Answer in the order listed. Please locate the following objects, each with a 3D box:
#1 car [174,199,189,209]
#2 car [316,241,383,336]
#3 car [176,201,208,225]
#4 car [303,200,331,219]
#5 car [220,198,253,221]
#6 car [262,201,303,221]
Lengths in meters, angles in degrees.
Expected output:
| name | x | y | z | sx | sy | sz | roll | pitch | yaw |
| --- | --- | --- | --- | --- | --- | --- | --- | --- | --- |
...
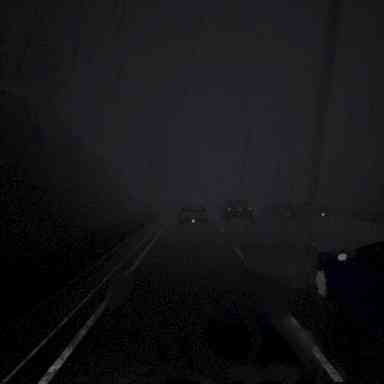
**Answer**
| name | x | y | z | sx | sy | sz | roll | pitch | yaw |
| --- | --- | --- | --- | --- | --- | --- | --- | --- | --- |
| car | -1.122 | 1.561 | 42.267 | 1.994 | 1.385 | 4.181 | 0 | 0 | -7 |
| car | 3.598 | 1.477 | 5.232 | 1.882 | 1.535 | 5.008 | 0 | 0 | 0 |
| car | 0.082 | 1.599 | 23.923 | 1.895 | 1.301 | 4.718 | 0 | 0 | 0 |
| car | 10.474 | 1.504 | 29.154 | 1.837 | 1.490 | 4.892 | 0 | 1 | -1 |
| car | 3.526 | 1.349 | 26.880 | 2.097 | 1.767 | 4.553 | 0 | 0 | -1 |
| car | 7.030 | 1.475 | 26.976 | 1.882 | 1.535 | 5.008 | 0 | 0 | -1 |
